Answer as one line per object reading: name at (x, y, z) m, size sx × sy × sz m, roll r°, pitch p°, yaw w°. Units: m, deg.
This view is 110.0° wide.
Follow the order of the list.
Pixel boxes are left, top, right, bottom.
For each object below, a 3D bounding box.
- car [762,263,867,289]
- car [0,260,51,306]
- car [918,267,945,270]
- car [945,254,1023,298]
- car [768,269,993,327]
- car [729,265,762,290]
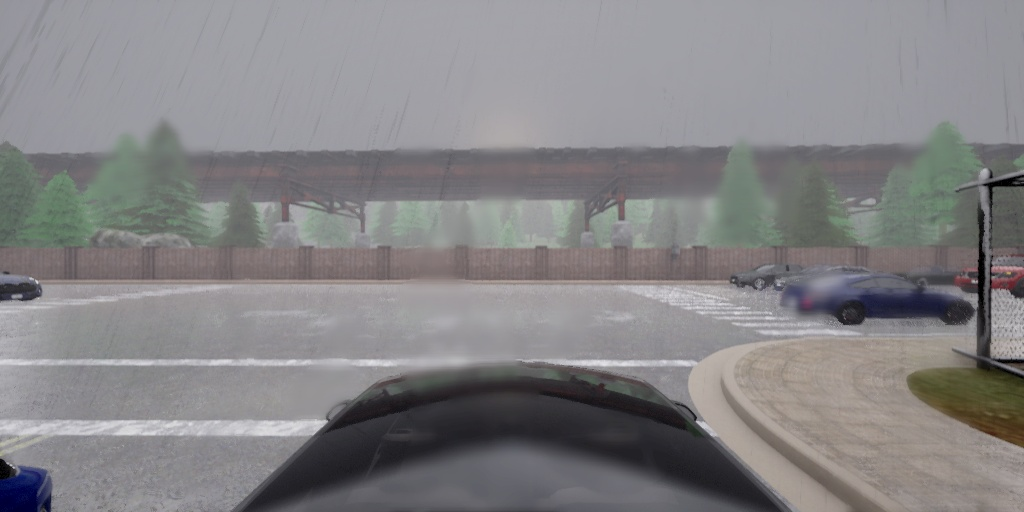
car at (15.687, 1.186, 17.734) m, size 4.902 × 1.511 × 2.128 m, roll 0°, pitch 0°, yaw 1°
car at (-22.241, 1.058, 14.476) m, size 4.553 × 1.767 × 2.097 m, roll 0°, pitch 0°, yaw 0°
car at (24.803, 1.283, 21.143) m, size 4.718 × 1.301 × 1.895 m, roll 0°, pitch 0°, yaw 1°
car at (25.545, 0.916, 17.638) m, size 5.566 × 2.045 × 2.150 m, roll 0°, pitch 0°, yaw 0°
car at (10.787, 1.244, 10.800) m, size 4.674 × 1.442 × 1.812 m, roll 0°, pitch 0°, yaw 2°
car at (15.548, 1.187, 21.235) m, size 4.892 × 1.490 × 1.837 m, roll 0°, pitch 0°, yaw 1°
